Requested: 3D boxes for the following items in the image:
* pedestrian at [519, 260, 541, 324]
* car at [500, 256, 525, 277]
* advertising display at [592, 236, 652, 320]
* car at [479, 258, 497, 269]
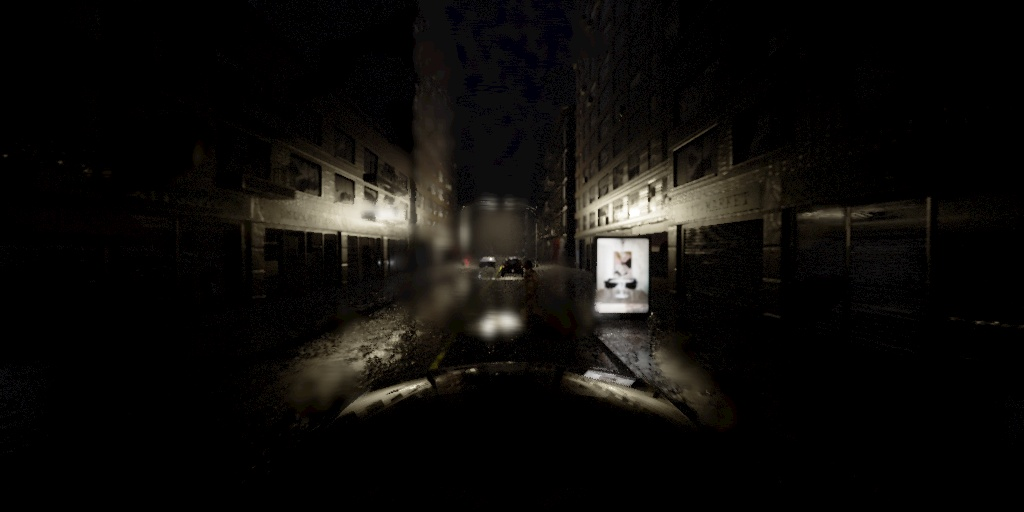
[{"bbox_3d":[0.503,0.946,9.934,0.375,1.860,0.375,0,1,-13],"label":"pedestrian"},{"bbox_3d":[0.079,0.923,30.181,1.812,1.442,4.674,0,1,0],"label":"car"},{"bbox_3d":[3.009,0.678,9.887,1.540,2.440,0.280,0,0,0],"label":"advertising display"},{"bbox_3d":[-2.842,0.837,42.528,1.895,1.301,4.718,0,1,0],"label":"car"}]
